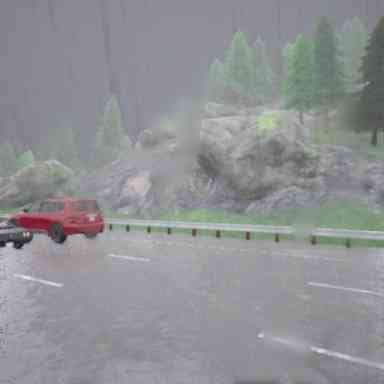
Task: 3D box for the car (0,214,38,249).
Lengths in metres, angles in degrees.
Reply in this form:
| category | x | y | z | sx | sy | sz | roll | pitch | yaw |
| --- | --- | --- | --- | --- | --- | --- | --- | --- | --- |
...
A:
| category | x | y | z | sx | sy | sz | roll | pitch | yaw |
| --- | --- | --- | --- | --- | --- | --- | --- | --- | --- |
| car | -8.827 | 1.739 | 13.868 | 4.718 | 1.301 | 1.895 | -1 | 0 | 32 |

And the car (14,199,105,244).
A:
| category | x | y | z | sx | sy | sz | roll | pitch | yaw |
| --- | --- | --- | --- | --- | --- | --- | --- | --- | --- |
| car | -6.910 | 1.354 | 16.798 | 5.566 | 2.045 | 2.150 | 0 | 0 | 32 |
